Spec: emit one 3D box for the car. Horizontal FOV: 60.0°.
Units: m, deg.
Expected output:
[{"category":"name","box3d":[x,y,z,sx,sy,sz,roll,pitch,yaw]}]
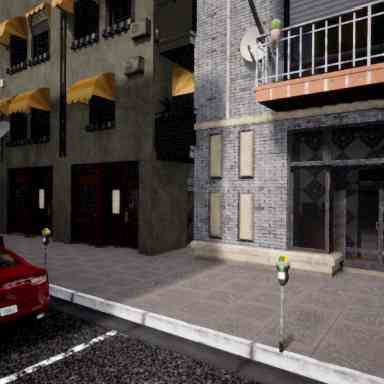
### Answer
[{"category":"car","box3d":[-4.405,1.544,6.015,4.507,1.381,1.887,0,1,36]}]
